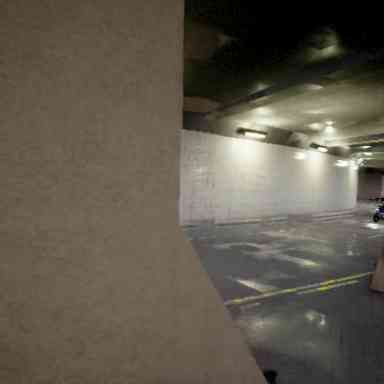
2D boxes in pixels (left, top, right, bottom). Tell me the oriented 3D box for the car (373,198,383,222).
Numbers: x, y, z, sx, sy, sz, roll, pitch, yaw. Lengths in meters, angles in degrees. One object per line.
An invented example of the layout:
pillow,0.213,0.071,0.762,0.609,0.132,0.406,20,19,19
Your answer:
car,14.348,1.394,23.403,4.674,1.442,1.812,0,2,-45

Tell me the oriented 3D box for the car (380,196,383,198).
car,33.522,1.306,56.329,1.895,1.301,4.718,1,1,-7
